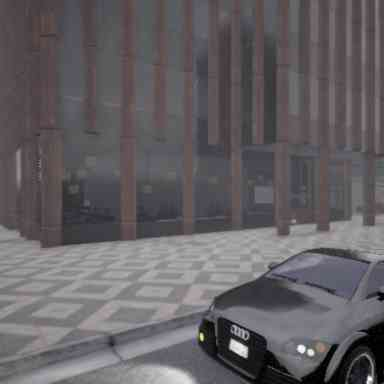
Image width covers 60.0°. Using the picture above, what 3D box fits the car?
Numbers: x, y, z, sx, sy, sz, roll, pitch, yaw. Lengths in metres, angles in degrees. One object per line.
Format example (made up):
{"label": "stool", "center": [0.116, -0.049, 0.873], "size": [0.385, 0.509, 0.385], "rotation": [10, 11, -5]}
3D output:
{"label": "car", "center": [2.150, 1.574, 4.893], "size": [4.181, 1.385, 1.994], "rotation": [0, 0, -35]}
